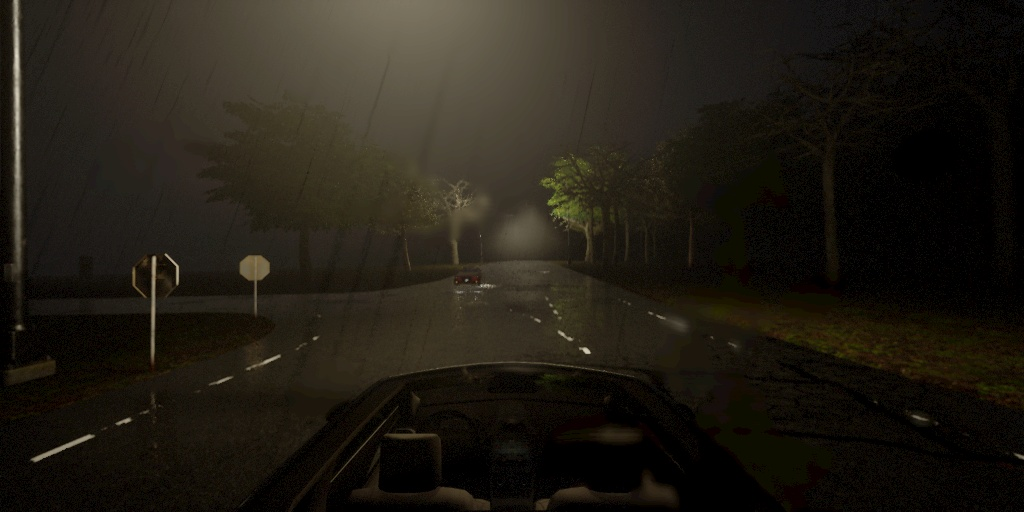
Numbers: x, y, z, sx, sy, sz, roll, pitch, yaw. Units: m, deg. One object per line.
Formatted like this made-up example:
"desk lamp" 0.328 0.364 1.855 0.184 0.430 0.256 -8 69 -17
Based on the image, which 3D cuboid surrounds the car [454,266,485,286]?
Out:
"car" -3.203 1.501 27.635 1.994 1.385 4.181 -2 1 2
